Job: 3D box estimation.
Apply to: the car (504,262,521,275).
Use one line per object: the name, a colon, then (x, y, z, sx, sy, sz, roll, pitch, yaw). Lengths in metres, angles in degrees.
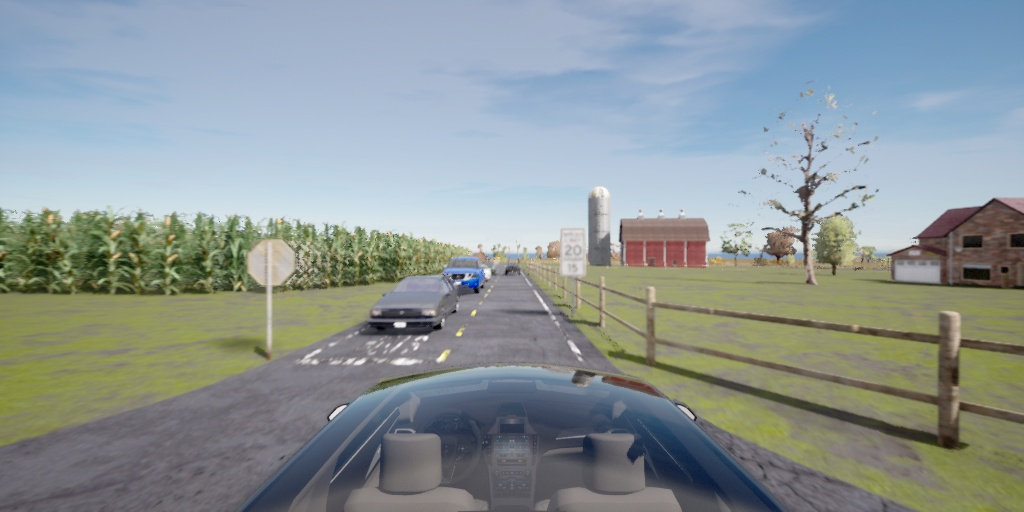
car: (0.088, 1.501, 42.876, 1.837, 1.490, 4.892, 0, 0, 0)

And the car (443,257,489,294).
car: (-2.850, 1.086, 21.818, 2.150, 2.045, 5.566, 0, 0, 0)

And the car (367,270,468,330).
car: (-2.829, 1.353, 11.635, 2.033, 1.411, 5.357, 0, 0, -1)

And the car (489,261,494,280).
car: (-2.842, 1.450, 31.586, 1.812, 1.442, 4.674, 0, 0, 0)

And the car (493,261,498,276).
car: (-2.784, 1.342, 41.880, 2.097, 1.767, 4.553, 0, 0, 0)
